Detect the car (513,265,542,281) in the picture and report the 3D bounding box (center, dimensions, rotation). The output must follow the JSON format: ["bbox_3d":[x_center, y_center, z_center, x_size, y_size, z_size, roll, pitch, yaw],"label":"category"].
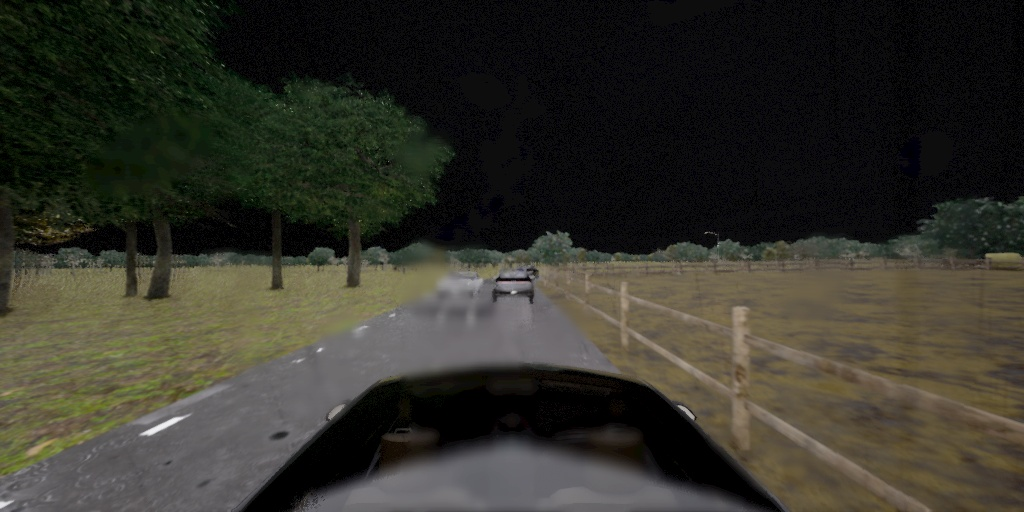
[{"bbox_3d":[1.713,1.702,37.505,2.128,1.511,4.902,0,-1,13],"label":"car"}]

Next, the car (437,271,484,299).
[{"bbox_3d":[-2.675,1.493,19.376,1.895,1.301,4.718,0,-1,1],"label":"car"}]

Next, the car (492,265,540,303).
[{"bbox_3d":[0.070,1.355,17.508,2.128,1.511,4.902,0,-1,0],"label":"car"}]
